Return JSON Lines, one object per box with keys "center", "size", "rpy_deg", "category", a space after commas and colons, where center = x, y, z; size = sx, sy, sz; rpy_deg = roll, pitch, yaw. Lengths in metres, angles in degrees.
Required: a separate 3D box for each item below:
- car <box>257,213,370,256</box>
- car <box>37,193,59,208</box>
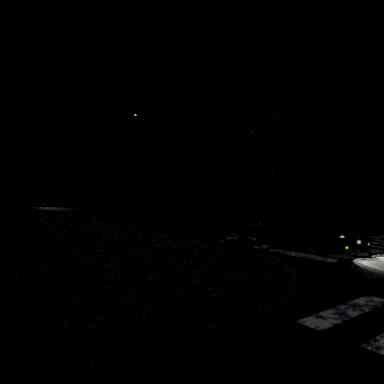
{"center": [4.543, 1.520, 12.979], "size": [1.994, 1.385, 4.181], "rpy_deg": [1, 0, -36], "category": "car"}
{"center": [-21.289, 1.212, 49.034], "size": [2.150, 2.045, 5.566], "rpy_deg": [1, 0, -36], "category": "car"}
